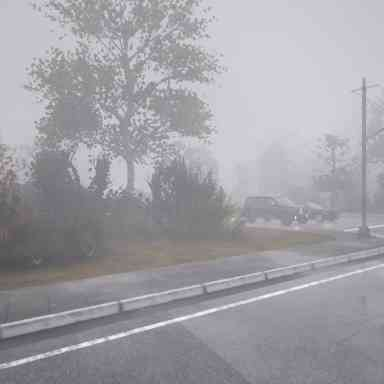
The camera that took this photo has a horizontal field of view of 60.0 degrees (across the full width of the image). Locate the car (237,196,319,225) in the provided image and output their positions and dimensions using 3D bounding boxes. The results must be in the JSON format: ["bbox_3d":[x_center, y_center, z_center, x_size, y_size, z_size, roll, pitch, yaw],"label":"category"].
[{"bbox_3d":[6.235,1.316,25.123,2.150,2.045,5.566,0,-1,-37],"label":"car"}]

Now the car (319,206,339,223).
[{"bbox_3d":[9.270,1.566,26.866,1.882,1.535,5.008,0,-1,-39],"label":"car"}]

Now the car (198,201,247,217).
[{"bbox_3d":[3.083,1.705,34.178,1.882,1.535,5.008,0,-1,-43],"label":"car"}]
